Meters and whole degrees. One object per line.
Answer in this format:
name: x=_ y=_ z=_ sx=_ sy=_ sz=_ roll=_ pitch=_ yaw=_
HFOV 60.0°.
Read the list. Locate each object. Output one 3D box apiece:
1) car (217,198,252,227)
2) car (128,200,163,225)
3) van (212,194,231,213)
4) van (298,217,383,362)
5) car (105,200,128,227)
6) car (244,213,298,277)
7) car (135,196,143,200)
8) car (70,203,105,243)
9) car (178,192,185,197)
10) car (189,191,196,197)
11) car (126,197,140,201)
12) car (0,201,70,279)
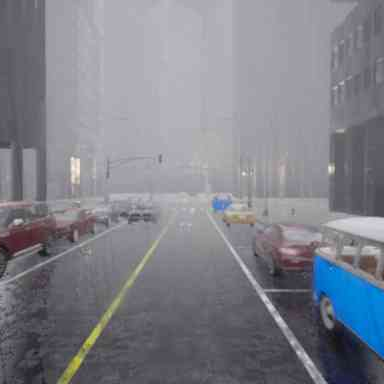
car: x=2.851 y=1.355 z=21.155 sx=1.752 sy=1.417 sz=4.829 roll=-1 pitch=0 yaw=0
car: x=-3.086 y=1.420 z=22.511 sx=1.895 sy=1.301 sz=4.718 roll=0 pitch=0 yaw=0
van: x=2.849 y=1.081 z=32.232 sx=1.690 sy=1.788 sz=3.998 roll=-1 pitch=0 yaw=0
van: x=2.849 y=1.308 z=4.111 sx=1.690 sy=1.788 sz=3.998 roll=-1 pitch=0 yaw=0
car: x=-5.675 y=1.382 z=20.984 sx=2.008 sy=1.369 sz=4.403 roll=-1 pitch=0 yaw=0
car: x=2.851 y=1.504 z=9.737 sx=1.802 sy=1.307 sz=4.206 roll=-1 pitch=0 yaw=0
car: x=-5.676 y=1.180 z=32.233 sx=1.967 sy=1.590 sz=4.097 roll=-1 pitch=0 yaw=0
car: x=-5.675 y=1.422 z=15.360 sx=1.887 sy=1.381 sz=4.507 roll=-1 pitch=0 yaw=0
car: x=-2.878 y=0.677 z=94.263 sx=1.882 sy=1.535 sz=5.008 roll=0 pitch=1 yaw=0
car: x=0.120 y=0.644 z=93.606 sx=1.837 sy=1.490 sz=4.892 roll=0 pitch=1 yaw=0
car: x=-5.675 y=1.352 z=26.610 sx=1.947 sy=1.339 sz=4.313 roll=-1 pitch=0 yaw=0
car: x=-5.677 y=1.237 z=9.734 sx=2.192 sy=1.841 sz=5.009 roll=-1 pitch=0 yaw=0
